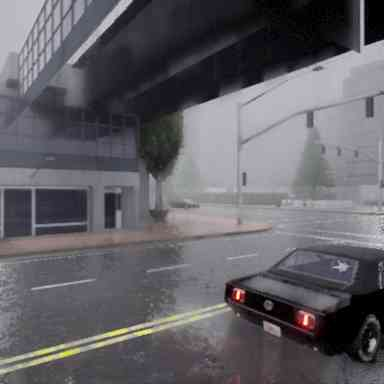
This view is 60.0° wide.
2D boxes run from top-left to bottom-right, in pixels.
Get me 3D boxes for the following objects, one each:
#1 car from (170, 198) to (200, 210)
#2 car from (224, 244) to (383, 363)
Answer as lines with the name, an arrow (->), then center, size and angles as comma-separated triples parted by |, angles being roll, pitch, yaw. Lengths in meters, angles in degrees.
car -> -0.943, 1.488, 42.408 | 1.882, 1.535, 5.008 | 0, 0, -36
car -> 2.928, 1.603, 5.877 | 4.718, 1.301, 1.895 | 0, 0, -35
